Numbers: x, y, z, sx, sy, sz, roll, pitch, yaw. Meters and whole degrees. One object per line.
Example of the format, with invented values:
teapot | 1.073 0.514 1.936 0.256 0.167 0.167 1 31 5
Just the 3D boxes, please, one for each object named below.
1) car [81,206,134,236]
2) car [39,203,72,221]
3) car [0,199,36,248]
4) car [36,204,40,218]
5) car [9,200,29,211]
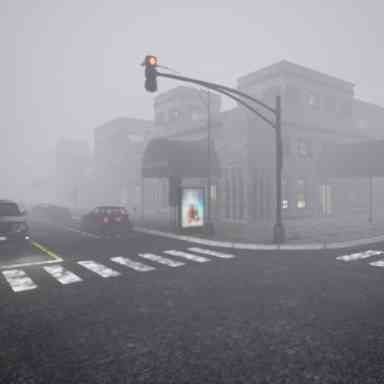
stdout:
car | -5.042 1.532 19.449 1.967 1.590 4.097 -1 0 -35
car | -11.596 1.766 28.768 1.802 1.307 4.206 -1 0 -35
car | -8.870 1.392 15.025 2.150 2.045 5.566 0 1 -35
car | -14.875 1.781 33.427 2.008 1.369 4.403 -1 0 -35
car | -24.708 1.924 47.403 2.008 1.369 4.403 -1 0 -35
